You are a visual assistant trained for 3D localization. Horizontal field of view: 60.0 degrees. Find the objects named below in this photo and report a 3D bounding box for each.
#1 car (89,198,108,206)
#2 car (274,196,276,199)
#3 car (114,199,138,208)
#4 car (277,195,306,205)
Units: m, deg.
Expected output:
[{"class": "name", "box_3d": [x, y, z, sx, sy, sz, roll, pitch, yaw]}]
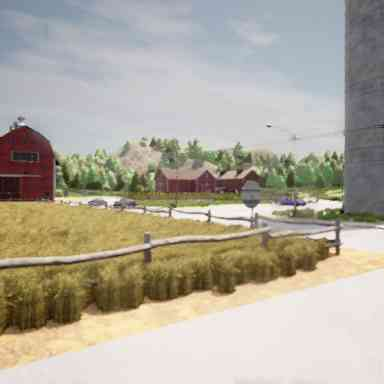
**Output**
[{"class": "car", "box_3d": [-14.966, 1.644, 53.227, 1.994, 1.385, 4.181, 0, 0, -36]}, {"class": "car", "box_3d": [21.029, 1.573, 76.461, 1.932, 1.855, 4.605, 0, 0, -36]}, {"class": "car", "box_3d": [-8.950, 1.606, 44.968, 1.812, 1.442, 4.674, 0, 0, -35]}, {"class": "car", "box_3d": [17.532, 1.684, 57.490, 2.242, 1.667, 4.611, 0, 0, -36]}]
